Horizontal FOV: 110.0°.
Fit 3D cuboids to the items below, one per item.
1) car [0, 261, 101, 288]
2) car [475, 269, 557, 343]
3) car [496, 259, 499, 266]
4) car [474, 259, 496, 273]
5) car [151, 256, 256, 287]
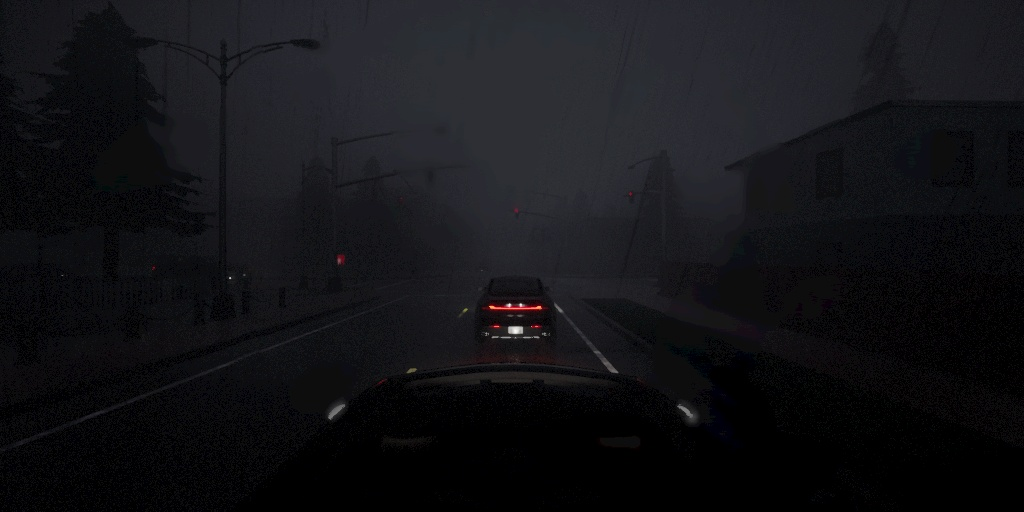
[{"bbox_3d":[-31.102,1.257,23.733,4.902,1.511,2.128,0,0,-1],"label":"car"},{"bbox_3d":[0.093,1.255,9.698,1.837,1.490,4.892,0,0,0],"label":"car"},{"bbox_3d":[-3.471,1.242,54.760,2.128,1.511,4.902,0,0,0],"label":"car"},{"bbox_3d":[-3.503,1.297,44.414,2.033,1.411,5.357,0,0,0],"label":"car"},{"bbox_3d":[-20.664,0.987,24.009,5.566,2.045,2.150,0,0,-1],"label":"car"}]
